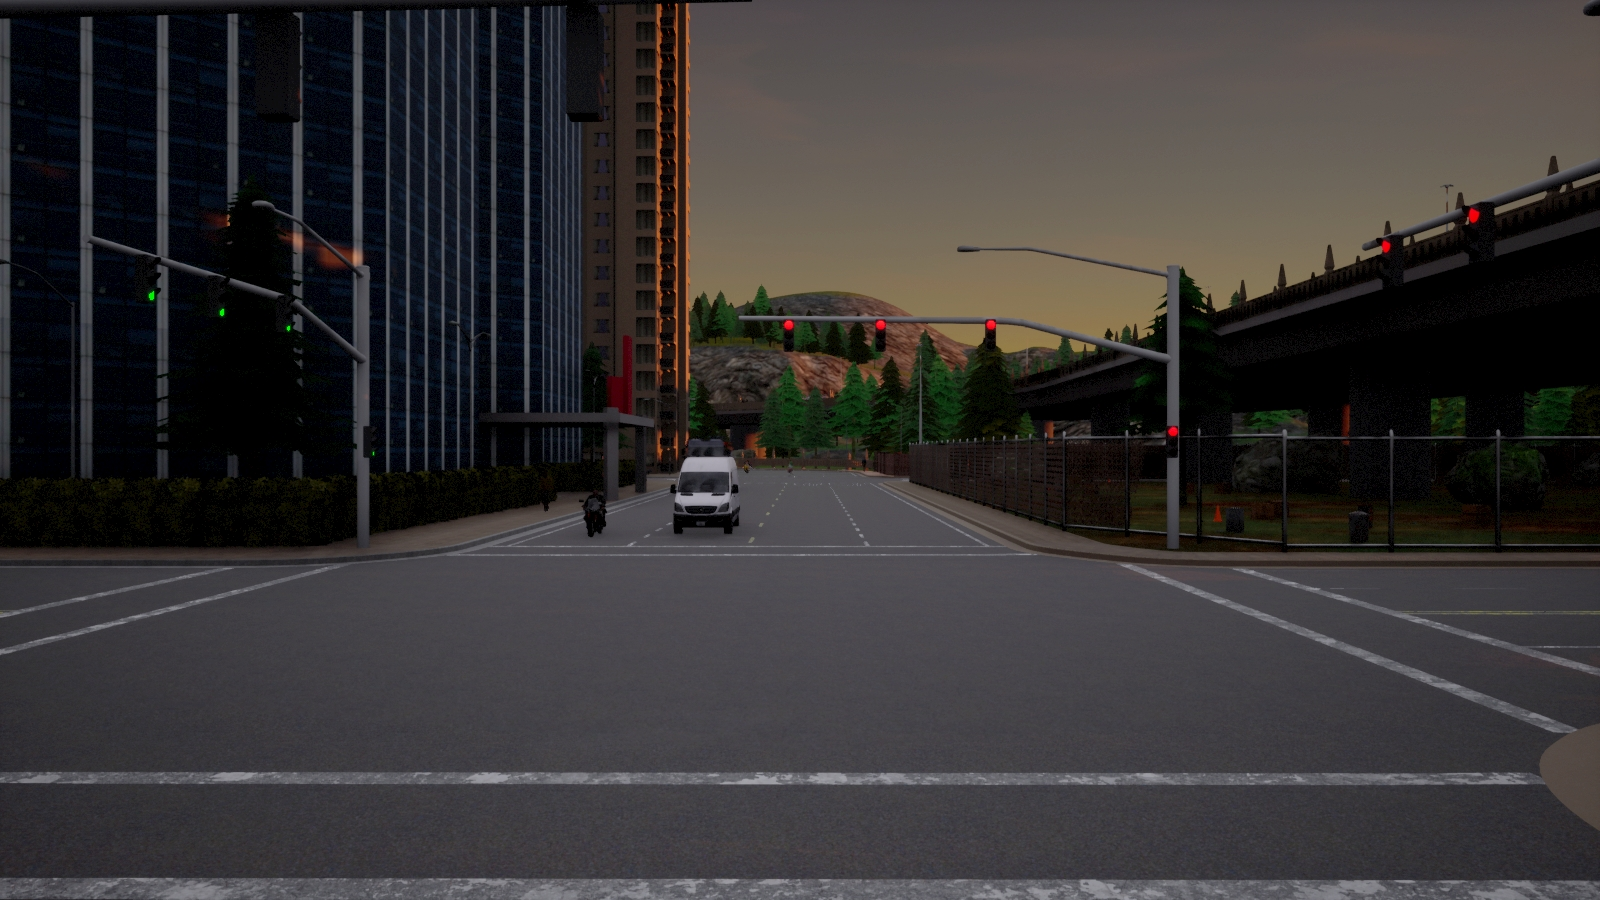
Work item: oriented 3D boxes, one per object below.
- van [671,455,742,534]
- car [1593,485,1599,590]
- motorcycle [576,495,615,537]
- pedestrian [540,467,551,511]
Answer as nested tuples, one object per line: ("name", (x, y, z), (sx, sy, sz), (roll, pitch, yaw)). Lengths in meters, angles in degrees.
("van", (-3.226, 1.479, 40.346), (1.988, 2.561, 5.915), (0, 0, 0))
("car", (19.087, 1.754, 21.782), (6.274, 2.098, 2.390), (0, 0, 0))
("motorcycle", (-6.735, 2.150, 37.693), (0.867, 1.251, 2.209), (0, 0, 0))
("pedestrian", (-10.750, 1.642, 48.313), (0.375, 1.860, 0.375), (0, 0, 2))
